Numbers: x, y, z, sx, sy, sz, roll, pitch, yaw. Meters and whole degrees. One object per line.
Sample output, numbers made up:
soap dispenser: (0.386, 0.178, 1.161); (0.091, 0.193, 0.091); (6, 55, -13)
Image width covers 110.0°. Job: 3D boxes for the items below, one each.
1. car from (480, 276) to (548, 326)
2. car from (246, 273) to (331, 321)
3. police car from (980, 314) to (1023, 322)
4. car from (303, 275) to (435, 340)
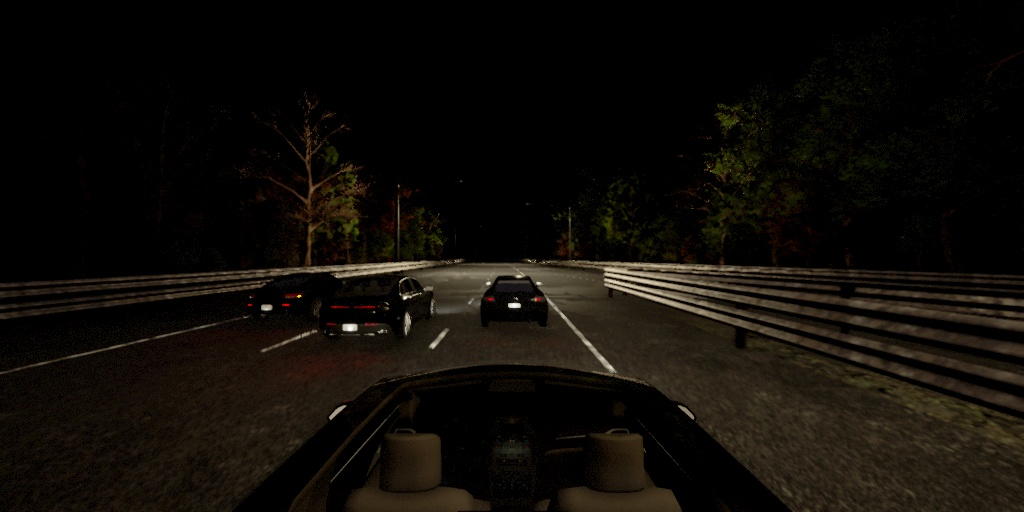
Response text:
car: (0.053, 1.329, 11.815); (1.994, 1.385, 4.181); (0, 0, 0)
car: (-6.951, 1.295, 12.436); (1.812, 1.442, 4.674); (0, 0, 0)
police car: (13.800, 1.305, 7.449); (2.038, 1.542, 4.974); (0, 0, -14)
car: (-3.435, 1.268, 9.996); (1.837, 1.490, 4.892); (0, 0, 0)
